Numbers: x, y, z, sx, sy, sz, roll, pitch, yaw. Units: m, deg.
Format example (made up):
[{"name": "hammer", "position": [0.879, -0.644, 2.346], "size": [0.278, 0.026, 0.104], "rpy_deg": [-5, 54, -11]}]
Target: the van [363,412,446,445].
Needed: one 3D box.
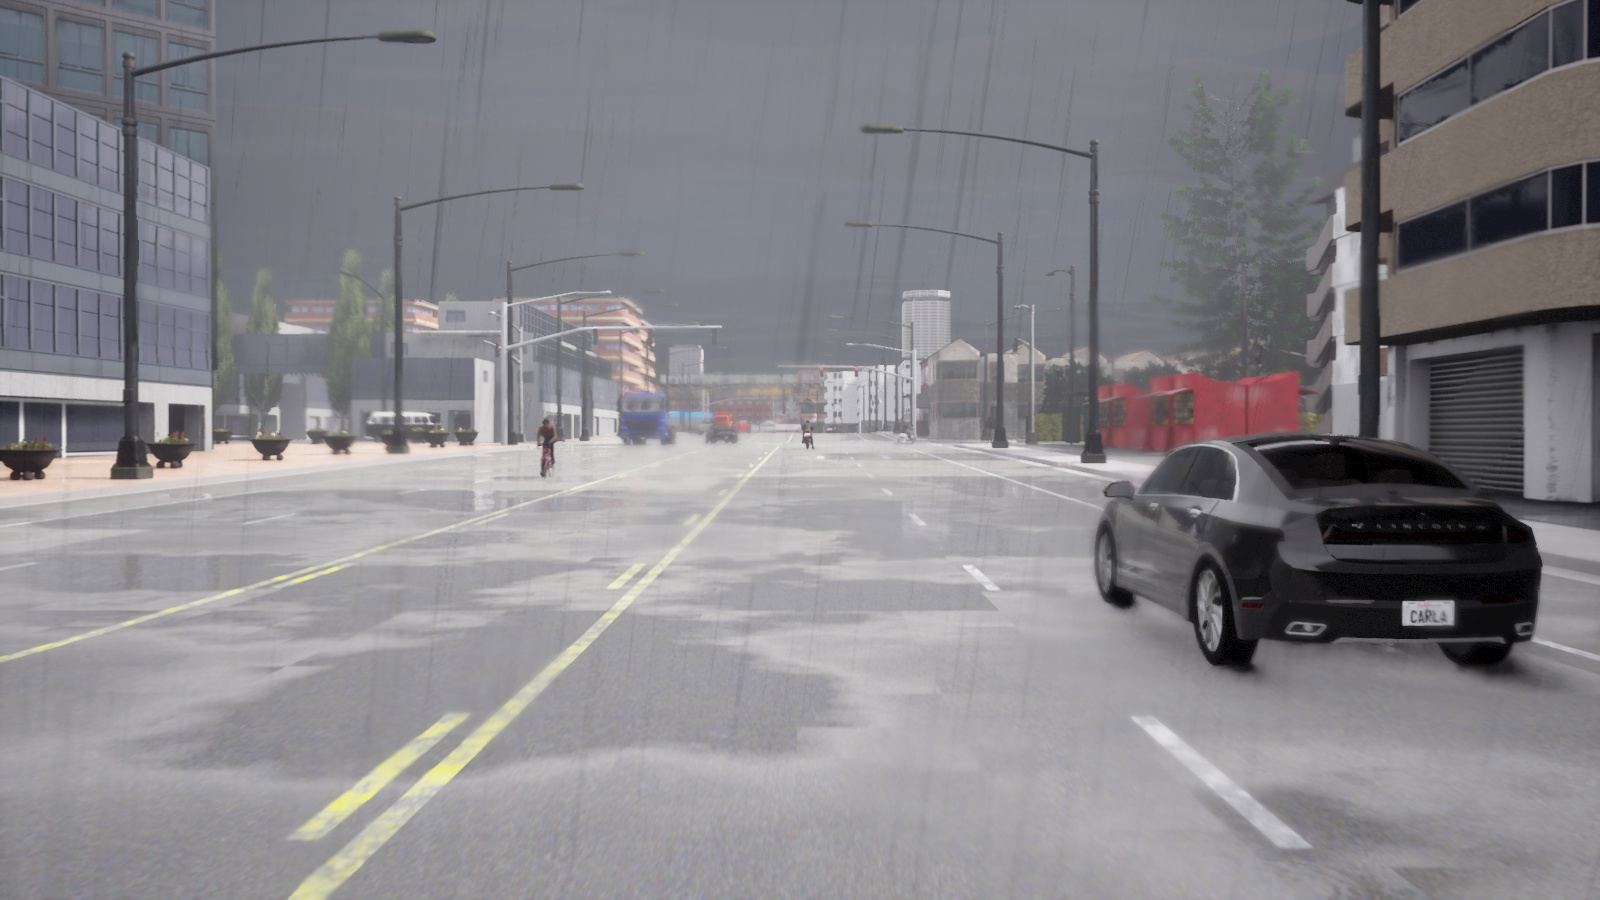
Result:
[{"name": "van", "position": [-24.488, -1.326, 77.814], "size": [4.480, 2.038, 2.069], "rpy_deg": [0, 1, 1]}]

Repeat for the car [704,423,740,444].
[{"name": "car", "position": [-5.748, -1.191, 91.738], "size": [1.816, 1.474, 4.193], "rpy_deg": [0, 1, -15]}]

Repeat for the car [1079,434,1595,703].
[{"name": "car", "position": [3.571, 0.641, 9.533], "size": [1.837, 1.490, 4.892], "rpy_deg": [0, 1, 0]}]

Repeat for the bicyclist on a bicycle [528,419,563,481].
[{"name": "bicyclist on a bicycle", "position": [-6.790, -0.024, 33.602], "size": [0.582, 1.620, 1.656], "rpy_deg": [0, 2, 0]}]

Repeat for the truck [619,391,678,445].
[{"name": "truck", "position": [-9.999, -2.082, 83.610], "size": [2.891, 3.462, 7.936], "rpy_deg": [0, 1, 0]}]
